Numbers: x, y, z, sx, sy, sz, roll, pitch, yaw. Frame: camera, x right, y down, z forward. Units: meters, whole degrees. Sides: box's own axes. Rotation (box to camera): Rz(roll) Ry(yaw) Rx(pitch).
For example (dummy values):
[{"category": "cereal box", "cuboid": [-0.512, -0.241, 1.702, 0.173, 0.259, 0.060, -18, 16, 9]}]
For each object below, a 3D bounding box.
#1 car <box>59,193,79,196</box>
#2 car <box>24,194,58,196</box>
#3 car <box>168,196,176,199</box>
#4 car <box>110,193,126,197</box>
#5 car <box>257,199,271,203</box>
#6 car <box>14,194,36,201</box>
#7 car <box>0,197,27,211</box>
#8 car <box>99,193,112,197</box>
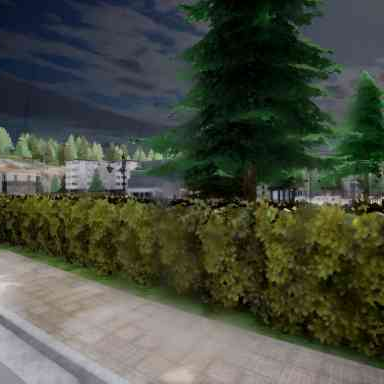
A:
[{"category": "car", "cuboid": [-28.351, 1.154, 79.501, 2.152, 1.636, 5.027, 0, 0, 43]}, {"category": "car", "cuboid": [-13.288, 1.222, 24.656, 2.150, 2.045, 5.566, 0, 0, 38]}, {"category": "car", "cuboid": [-3.296, 1.374, 56.098, 1.845, 1.501, 3.633, 0, 0, 43]}, {"category": "car", "cuboid": [-10.566, 1.384, 52.768, 1.970, 1.475, 3.806, 0, 0, 43]}, {"category": "car", "cuboid": [9.641, 1.352, 44.229, 2.097, 1.767, 4.553, 0, 0, 43]}, {"category": "car", "cuboid": [-40.737, 1.298, 81.094, 2.007, 1.523, 4.514, 0, 0, 43]}, {"category": "car", "cuboid": [-21.212, 1.340, 37.210, 2.007, 1.523, 4.514, 0, 0, 43]}, {"category": "car", "cuboid": [-16.680, 1.097, 68.992, 1.932, 1.855, 4.605, 0, 0, 43]}]
